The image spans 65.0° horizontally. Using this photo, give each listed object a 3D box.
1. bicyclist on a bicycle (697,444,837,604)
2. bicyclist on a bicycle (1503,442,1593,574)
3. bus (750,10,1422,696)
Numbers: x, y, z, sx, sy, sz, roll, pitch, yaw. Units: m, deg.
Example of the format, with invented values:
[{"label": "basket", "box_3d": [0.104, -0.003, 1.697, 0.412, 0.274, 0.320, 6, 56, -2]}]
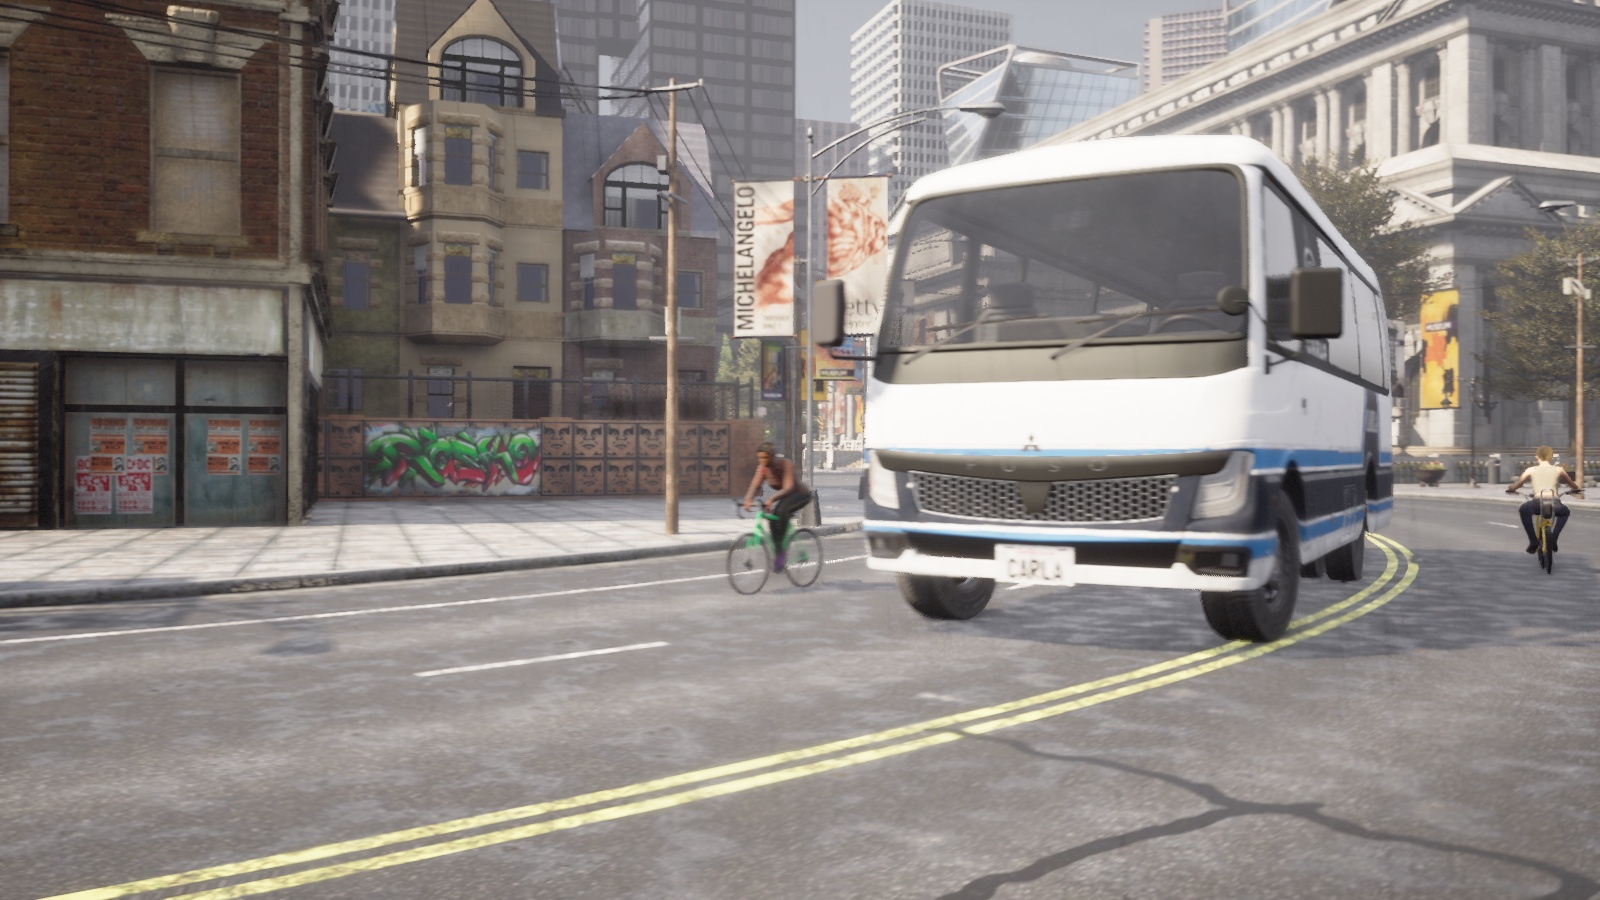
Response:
[{"label": "bicyclist on a bicycle", "box_3d": [-0.330, 0.745, 13.554, 0.582, 1.620, 1.656, -1, 0, 38]}, {"label": "bicyclist on a bicycle", "box_3d": [9.625, 0.710, 16.211, 0.866, 1.612, 1.509, -1, -1, 26]}, {"label": "bus", "box_3d": [3.925, -0.597, 13.217, 3.944, 4.253, 10.273, 0, 0, 31]}]
